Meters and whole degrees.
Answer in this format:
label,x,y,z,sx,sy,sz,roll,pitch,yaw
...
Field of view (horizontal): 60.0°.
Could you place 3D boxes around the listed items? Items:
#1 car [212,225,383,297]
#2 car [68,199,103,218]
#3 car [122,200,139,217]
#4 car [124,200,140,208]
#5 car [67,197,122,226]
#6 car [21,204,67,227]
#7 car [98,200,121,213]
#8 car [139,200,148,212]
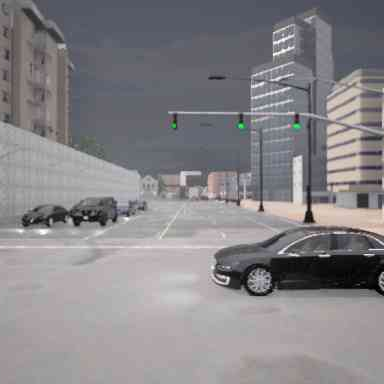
label,x,y,z,sx,sy,sz,roll,pitch,yaw
car,2.935,1.605,8.124,4.892,1.490,1.837,0,0,0
car,-10.620,1.592,33.468,2.097,1.767,4.553,0,0,0
car,-7.120,1.775,34.672,1.812,1.442,4.674,0,0,0
car,-10.539,2.023,58.953,1.895,1.301,4.718,0,0,0
car,-7.112,1.401,25.034,2.150,2.045,5.566,0,0,0
car,-10.615,1.680,24.400,1.837,1.490,4.892,0,0,0
car,-10.620,1.815,43.284,1.837,1.490,4.892,0,0,0
car,-7.118,1.814,45.015,2.128,1.511,4.902,0,0,0
